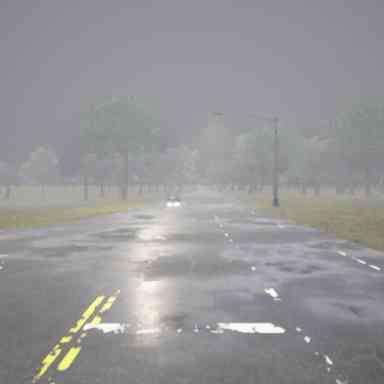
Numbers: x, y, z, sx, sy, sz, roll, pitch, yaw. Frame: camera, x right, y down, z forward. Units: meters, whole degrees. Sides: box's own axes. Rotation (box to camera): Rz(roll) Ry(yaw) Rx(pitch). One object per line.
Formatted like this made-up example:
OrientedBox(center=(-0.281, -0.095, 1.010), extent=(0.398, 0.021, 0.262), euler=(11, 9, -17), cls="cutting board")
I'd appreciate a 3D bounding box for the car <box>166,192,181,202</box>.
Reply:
OrientedBox(center=(-2.695, 0.701, 49.237), extent=(2.128, 1.511, 4.902), euler=(0, 1, 2), cls="car")
